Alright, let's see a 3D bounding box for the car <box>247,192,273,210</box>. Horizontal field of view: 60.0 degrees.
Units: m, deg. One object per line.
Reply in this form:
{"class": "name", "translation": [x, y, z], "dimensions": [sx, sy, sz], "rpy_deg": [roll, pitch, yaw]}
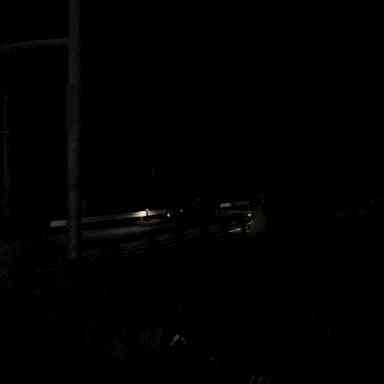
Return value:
{"class": "car", "translation": [6.993, 0.779, 30.623], "dimensions": [1.882, 1.535, 5.008], "rpy_deg": [0, 1, 42]}

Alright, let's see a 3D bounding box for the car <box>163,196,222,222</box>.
{"class": "car", "translation": [0.117, 1.091, 22.924], "dimensions": [2.128, 1.511, 4.902], "rpy_deg": [0, 3, 41]}
